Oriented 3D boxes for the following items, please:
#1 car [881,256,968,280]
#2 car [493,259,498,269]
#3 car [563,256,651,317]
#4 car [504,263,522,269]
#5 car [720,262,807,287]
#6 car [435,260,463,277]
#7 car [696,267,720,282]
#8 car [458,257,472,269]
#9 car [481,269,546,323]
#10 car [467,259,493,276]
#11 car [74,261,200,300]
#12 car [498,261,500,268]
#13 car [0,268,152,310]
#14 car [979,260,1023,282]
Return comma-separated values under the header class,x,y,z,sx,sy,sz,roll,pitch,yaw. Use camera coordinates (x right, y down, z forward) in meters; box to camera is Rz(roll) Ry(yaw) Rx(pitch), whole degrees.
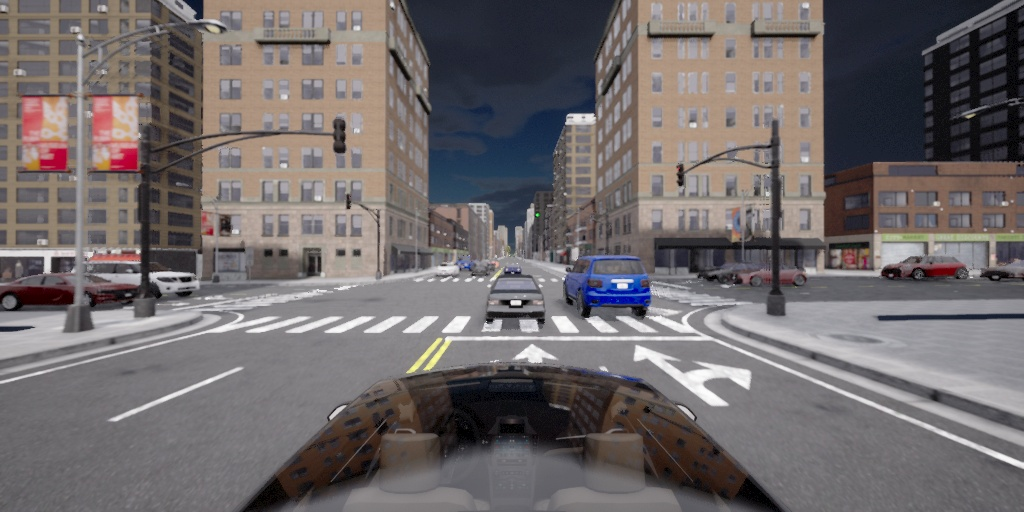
class,x,y,z,sx,sy,sz,roll,pitch,yaw
car,29.463,0.790,25.746,4.553,1.767,2.097,-1,0,0
car,-3.343,1.449,49.120,1.994,1.385,4.181,0,0,0
car,3.348,1.010,13.570,2.150,2.045,5.566,0,0,0
car,0.077,1.461,39.045,1.895,1.301,4.718,0,0,0
car,15.930,1.162,22.535,4.181,1.385,1.994,-1,0,0
car,-6.639,1.382,37.394,1.812,1.442,4.674,0,0,1
car,16.318,1.161,25.785,5.357,1.411,2.033,-1,0,0
car,-6.596,1.111,50.408,2.150,2.045,5.566,0,0,0
car,0.102,1.333,12.301,2.033,1.411,5.357,0,0,0
car,-3.363,1.365,39.039,1.837,1.490,4.892,0,0,0
car,-20.119,1.265,19.161,5.566,2.045,2.150,-1,0,-1
car,-3.296,1.273,62.782,2.097,1.767,4.553,0,0,1
car,-19.566,1.494,15.924,5.008,1.535,1.882,-1,0,-1
car,32.974,0.918,22.488,5.357,1.411,2.033,-1,0,0
